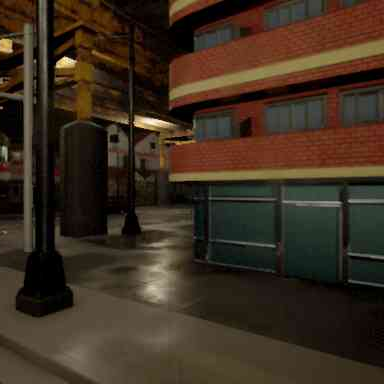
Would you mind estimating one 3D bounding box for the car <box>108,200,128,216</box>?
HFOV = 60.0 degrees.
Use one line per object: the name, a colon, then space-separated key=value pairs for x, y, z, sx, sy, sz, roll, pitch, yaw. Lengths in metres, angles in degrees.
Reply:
car: x=-8.116 y=1.491 z=30.715 sx=1.837 sy=1.490 sz=4.892 roll=0 pitch=0 yaw=35
